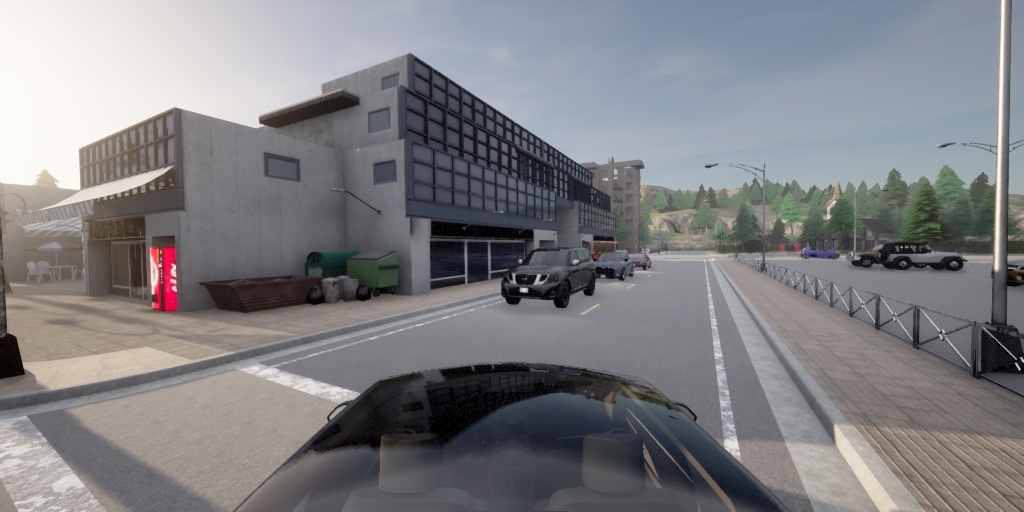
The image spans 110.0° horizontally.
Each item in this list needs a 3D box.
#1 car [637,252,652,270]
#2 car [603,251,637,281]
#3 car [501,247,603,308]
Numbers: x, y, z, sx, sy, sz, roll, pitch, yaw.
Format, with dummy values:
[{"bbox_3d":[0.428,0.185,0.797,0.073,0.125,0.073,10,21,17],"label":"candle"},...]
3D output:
[{"bbox_3d":[11.115,0.418,31.705,1.812,1.442,4.674,0,2,28],"label":"car"},{"bbox_3d":[6.301,0.530,22.677,2.097,1.767,4.553,0,2,28],"label":"car"},{"bbox_3d":[1.677,0.674,13.995,2.150,2.045,5.566,0,2,28],"label":"car"}]
